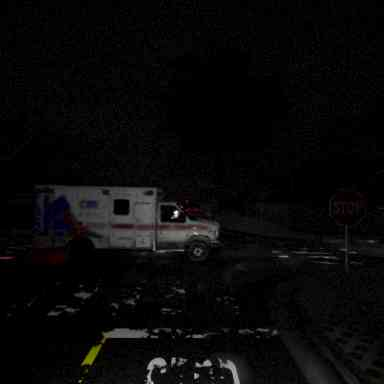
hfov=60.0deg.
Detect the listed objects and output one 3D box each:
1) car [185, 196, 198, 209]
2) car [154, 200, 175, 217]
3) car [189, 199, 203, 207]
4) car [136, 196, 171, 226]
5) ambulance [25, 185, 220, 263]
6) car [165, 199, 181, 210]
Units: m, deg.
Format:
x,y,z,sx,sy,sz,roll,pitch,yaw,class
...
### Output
x,y,z,sx,sy,sz,roll,pitch,yaw,class
-0.029,1.696,56.626,2.150,2.045,5.566,0,-1,1,car
-2.870,1.721,35.994,1.882,1.535,5.008,0,0,0,car
0.868,2.183,67.187,1.994,1.385,4.181,0,-1,13,car
-2.864,1.359,26.082,2.150,2.045,5.566,0,-1,0,car
-2.195,1.061,11.776,6.366,2.431,2.351,1,-1,-1,ambulance
-2.847,1.890,49.817,2.128,1.511,4.902,0,-1,0,car
